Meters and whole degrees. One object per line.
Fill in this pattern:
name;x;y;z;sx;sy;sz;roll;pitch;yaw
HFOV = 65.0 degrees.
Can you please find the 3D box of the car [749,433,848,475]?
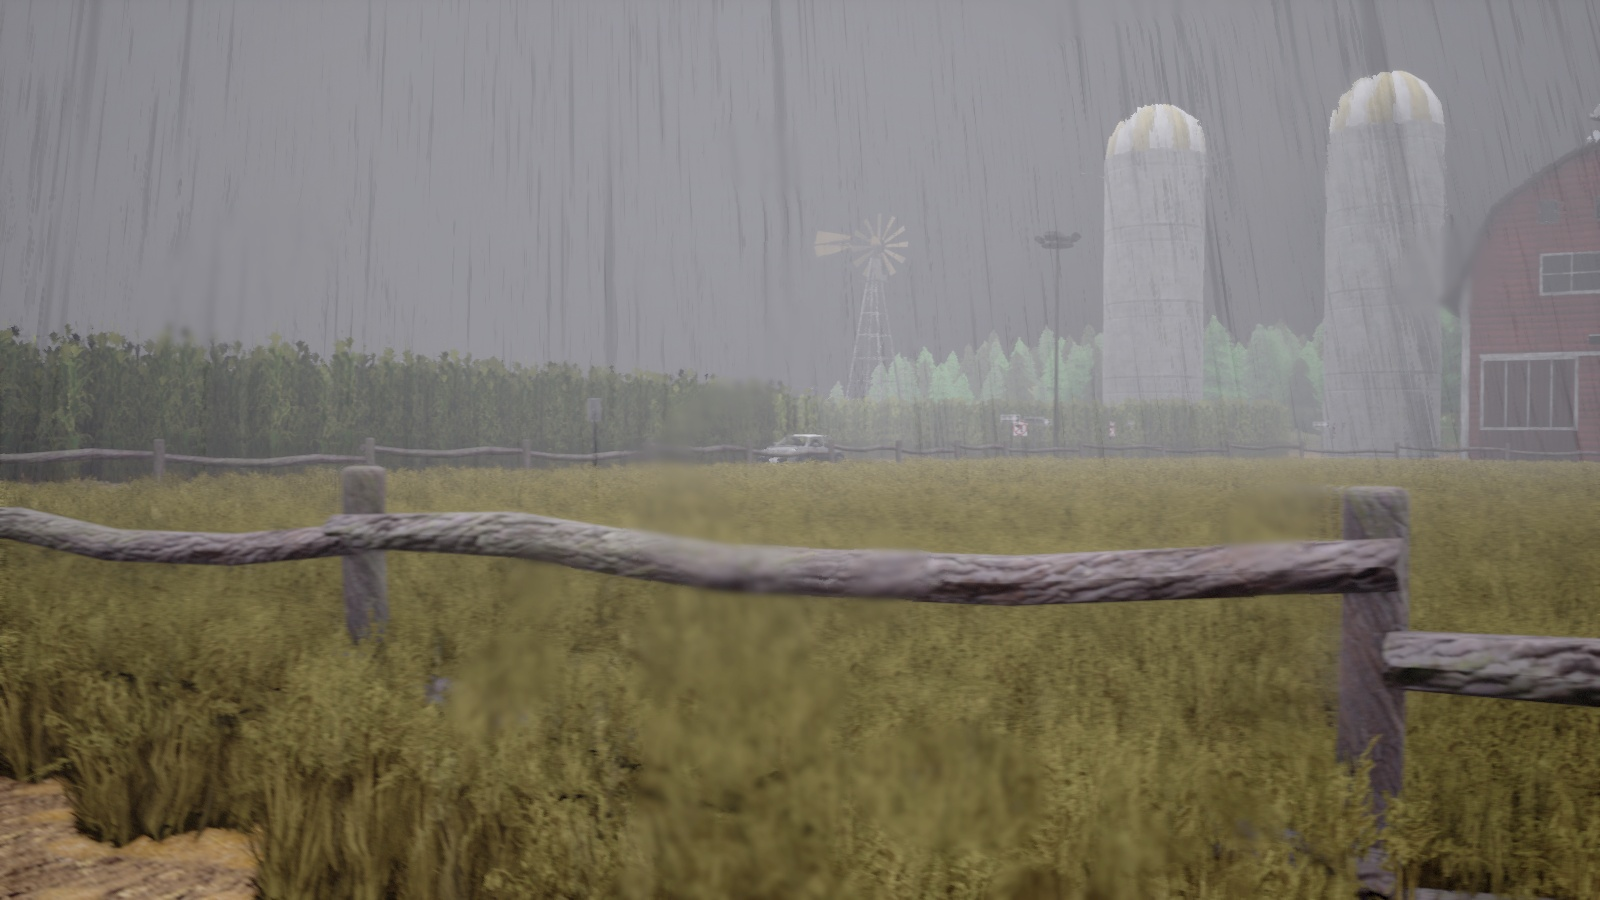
car;-0.006;0.124;47.269;1.970;1.475;3.806;0;1;33
